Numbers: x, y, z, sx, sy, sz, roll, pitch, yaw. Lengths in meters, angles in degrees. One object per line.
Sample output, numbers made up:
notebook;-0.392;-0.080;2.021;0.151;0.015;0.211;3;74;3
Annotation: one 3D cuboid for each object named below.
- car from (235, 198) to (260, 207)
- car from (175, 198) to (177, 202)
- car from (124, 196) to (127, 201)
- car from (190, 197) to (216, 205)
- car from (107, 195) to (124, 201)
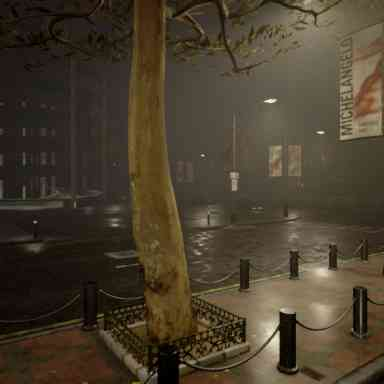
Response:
car;8.026;1.564;49.566;1.994;1.385;4.181;0;0;-35
car;-5.073;1.477;65.902;5.008;1.535;1.882;0;0;41
car;-18.040;1.464;80.766;4.674;1.442;1.812;0;0;12
car;1.879;1.547;58.032;2.033;1.411;5.357;0;0;-38
car;-19.000;1.474;77.400;4.674;1.442;1.812;0;0;12
